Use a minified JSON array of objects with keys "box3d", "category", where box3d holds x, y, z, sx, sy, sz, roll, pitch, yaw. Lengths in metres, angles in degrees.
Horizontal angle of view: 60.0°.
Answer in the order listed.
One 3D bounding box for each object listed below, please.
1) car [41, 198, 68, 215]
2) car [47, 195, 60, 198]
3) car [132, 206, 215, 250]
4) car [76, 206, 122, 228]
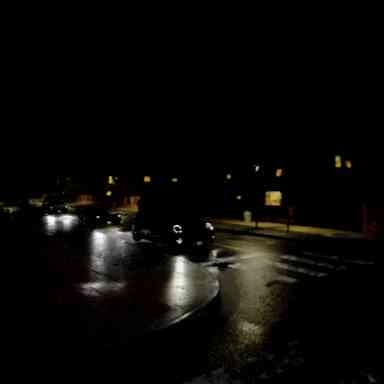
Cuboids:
[{"box3d":[-14.475,1.608,35.041,1.895,1.301,4.718,-1,1,-34],"category":"car"},{"box3d":[-20.748,1.269,49.581,2.097,1.767,4.553,-1,1,-34],"category":"car"},{"box3d":[-0.951,1.425,14.945,2.097,1.767,4.553,-1,1,-34],"category":"car"},{"box3d":[-6.562,1.649,23.275,1.895,1.301,4.718,-1,1,-34],"category":"car"}]
